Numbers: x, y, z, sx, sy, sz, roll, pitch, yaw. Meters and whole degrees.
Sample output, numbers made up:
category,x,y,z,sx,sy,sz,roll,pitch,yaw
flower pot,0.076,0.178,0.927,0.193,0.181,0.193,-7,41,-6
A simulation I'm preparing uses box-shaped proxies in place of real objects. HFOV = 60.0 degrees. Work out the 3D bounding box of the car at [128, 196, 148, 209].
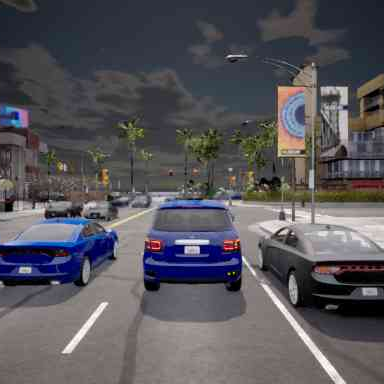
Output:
category,x,y,z,sx,sy,sz,roll,pitch,yaw
car,-7.052,1.351,46.234,2.097,1.767,4.553,0,0,1

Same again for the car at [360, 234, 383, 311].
category,x,y,z,sx,sy,sz,roll,pitch,yaw
car,3.039,1.354,1.486,2.185,1.767,4.553,0,0,0

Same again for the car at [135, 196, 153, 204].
category,x,y,z,sx,sy,sz,roll,pitch,yaw
car,-9.129,1.525,63.458,1.812,1.442,4.674,0,0,14

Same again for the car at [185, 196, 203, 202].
category,x,y,z,sx,sy,sz,roll,pitch,yaw
car,0.454,1.595,76.964,1.895,1.301,4.718,0,0,33

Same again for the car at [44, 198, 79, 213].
category,x,y,z,sx,sy,sz,roll,pitch,yaw
car,-10.633,1.477,27.966,1.882,1.535,5.008,0,0,0

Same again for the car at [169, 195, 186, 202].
category,x,y,z,sx,sy,sz,roll,pitch,yaw
car,-3.319,1.524,77.601,1.812,1.442,4.674,0,0,29

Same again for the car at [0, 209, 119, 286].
category,x,y,z,sx,sy,sz,roll,pitch,yaw
car,-3.455,1.478,9.404,1.882,1.535,5.008,0,0,0

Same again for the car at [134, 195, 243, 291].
category,x,y,z,sx,sy,sz,roll,pitch,yaw
car,0.038,1.221,9.152,2.150,2.045,5.566,0,0,1

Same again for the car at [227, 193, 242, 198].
category,x,y,z,sx,sy,sz,roll,pitch,yaw
car,11.126,1.225,87.960,5.566,2.045,2.150,0,0,-37

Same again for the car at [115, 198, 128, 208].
category,x,y,z,sx,sy,sz,roll,pitch,yaw
car,-10.543,1.601,48.930,1.895,1.301,4.718,0,0,1

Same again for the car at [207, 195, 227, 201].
category,x,y,z,sx,sy,sz,roll,pitch,yaw
car,6.724,1.540,89.003,5.357,1.411,2.033,0,0,-40

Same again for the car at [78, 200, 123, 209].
category,x,y,z,sx,sy,sz,roll,pitch,yaw
car,-7.132,1.564,26.434,1.994,1.385,4.181,0,0,0

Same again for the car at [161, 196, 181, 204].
category,x,y,z,sx,sy,sz,roll,pitch,yaw
car,-4.193,1.548,67.881,2.033,1.411,5.357,0,0,20

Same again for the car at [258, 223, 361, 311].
category,x,y,z,sx,sy,sz,roll,pitch,yaw
car,2.891,1.480,7.911,2.097,1.535,5.008,0,0,0
